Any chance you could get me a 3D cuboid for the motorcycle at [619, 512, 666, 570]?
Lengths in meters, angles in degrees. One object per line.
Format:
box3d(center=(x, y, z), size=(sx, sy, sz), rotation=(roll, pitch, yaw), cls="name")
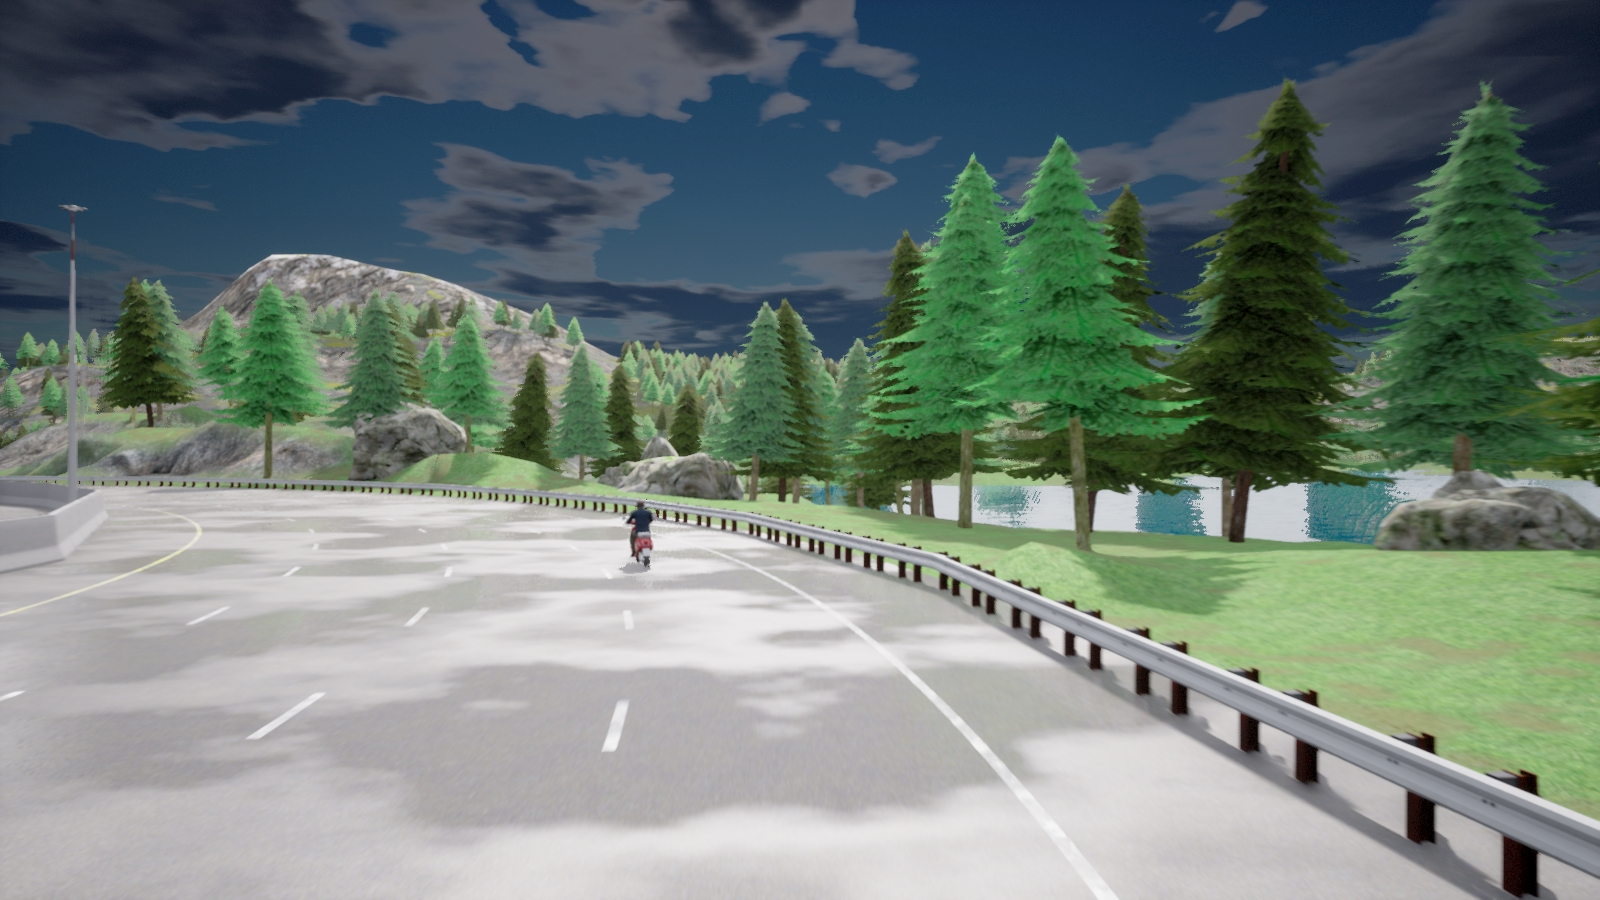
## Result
box3d(center=(-3.859, 2.200, 27.949), size=(0.856, 1.236, 1.805), rotation=(-2, 1, -16), cls="motorcycle")
